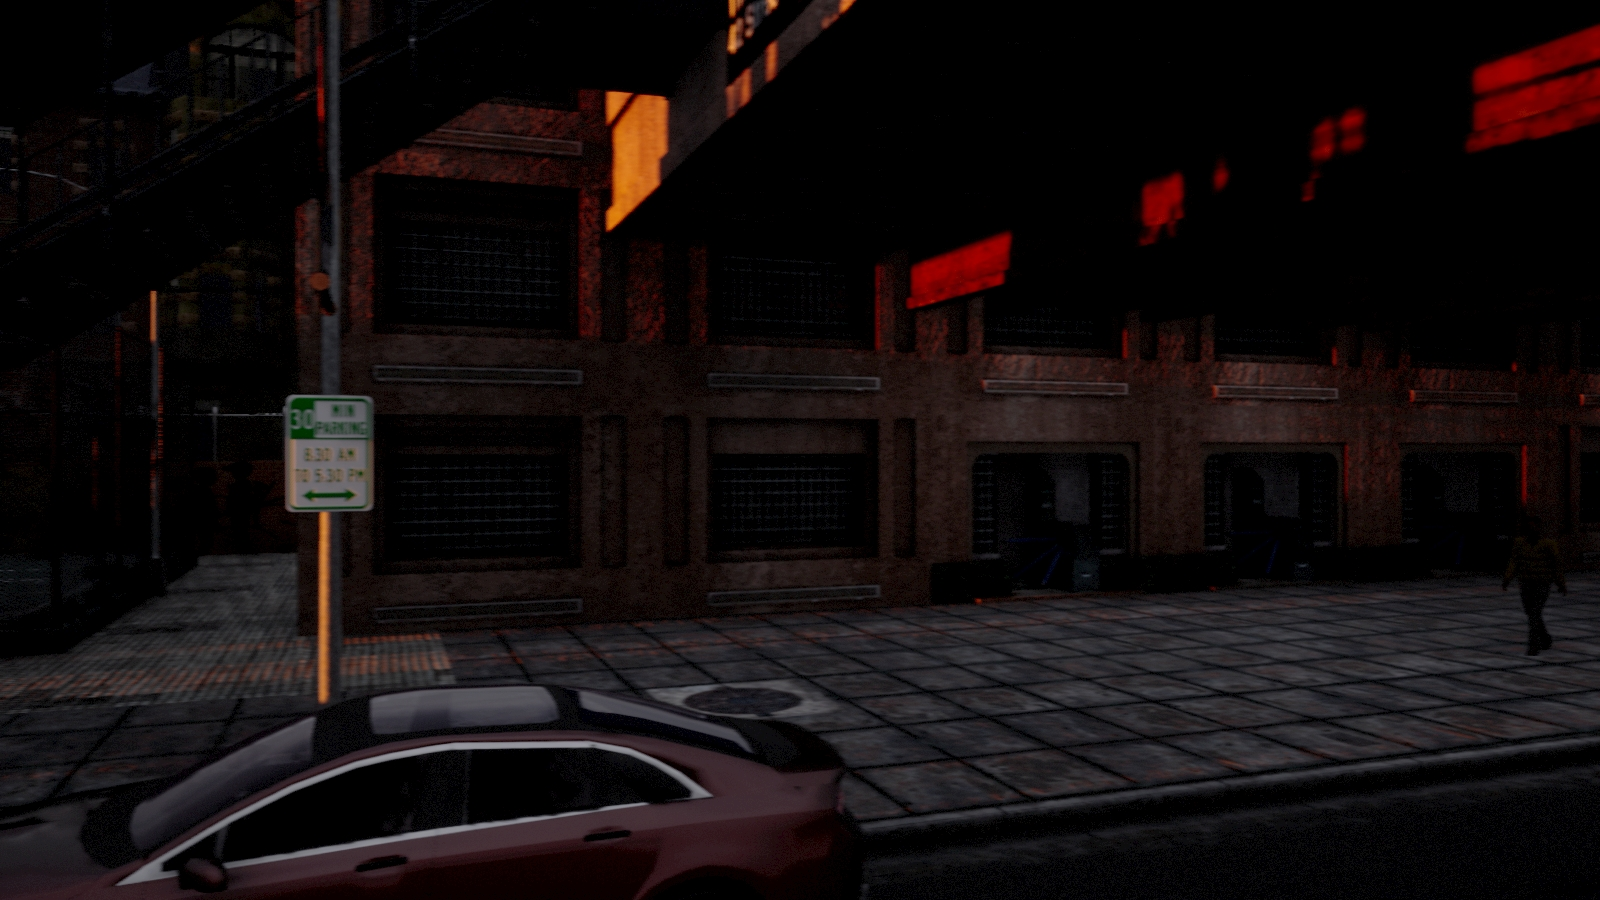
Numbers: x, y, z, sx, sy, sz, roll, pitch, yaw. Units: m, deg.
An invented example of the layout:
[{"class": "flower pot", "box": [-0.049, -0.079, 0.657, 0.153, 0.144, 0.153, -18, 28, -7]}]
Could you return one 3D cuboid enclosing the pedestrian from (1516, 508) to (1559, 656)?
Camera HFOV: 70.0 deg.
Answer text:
[{"class": "pedestrian", "box": [9.562, 1.694, 14.809, 0.375, 1.860, 0.375, 0, 0, -40]}]
